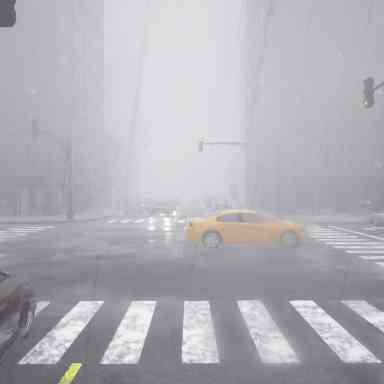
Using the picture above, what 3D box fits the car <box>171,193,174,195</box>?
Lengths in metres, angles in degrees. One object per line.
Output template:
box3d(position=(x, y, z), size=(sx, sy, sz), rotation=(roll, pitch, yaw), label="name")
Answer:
box3d(position=(-5.525, 1.554, 73.096), size=(1.887, 1.381, 4.507), rotation=(0, 0, 0), label="car")

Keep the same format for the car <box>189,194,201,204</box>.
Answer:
box3d(position=(0.398, 1.558, 63.326), size=(2.033, 1.411, 5.357), rotation=(0, 0, 0), label="car")

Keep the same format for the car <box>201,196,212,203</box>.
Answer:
box3d(position=(2.975, 1.561, 67.396), size=(2.008, 1.369, 4.403), rotation=(0, 0, 0), label="car")

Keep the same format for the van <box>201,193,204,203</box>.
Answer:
box3d(position=(2.922, 1.352, 56.058), size=(1.690, 1.788, 3.998), rotation=(0, 0, 0), label="van")

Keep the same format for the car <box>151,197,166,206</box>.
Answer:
box3d(position=(-5.604, 1.577, 56.092), size=(1.947, 1.339, 4.313), rotation=(0, 0, 0), label="car")

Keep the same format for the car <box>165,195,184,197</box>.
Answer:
box3d(position=(-2.846, 1.558, 53.867), size=(2.033, 1.411, 5.357), rotation=(0, 0, 1), label="car")

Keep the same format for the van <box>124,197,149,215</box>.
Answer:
box3d(position=(-5.709, 1.348, 33.418), size=(1.690, 1.788, 3.998), rotation=(0, 0, 0), label="van")

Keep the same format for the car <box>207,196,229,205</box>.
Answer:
box3d(position=(2.817, 1.447, 33.381), size=(1.967, 1.590, 4.097), rotation=(0, 0, 0), label="car")

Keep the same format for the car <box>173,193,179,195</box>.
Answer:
box3d(position=(-5.446, 1.320, 90.101), size=(2.192, 1.841, 5.009), rotation=(0, 0, 0), label="car")

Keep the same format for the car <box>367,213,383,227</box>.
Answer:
box3d(position=(13.628, 1.618, 20.717), size=(4.718, 1.301, 1.895), rotation=(0, 0, 0), label="car")

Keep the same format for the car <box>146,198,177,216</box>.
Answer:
box3d(position=(-2.950, 1.608, 33.193), size=(1.895, 1.301, 4.718), rotation=(0, 0, 3), label="car")

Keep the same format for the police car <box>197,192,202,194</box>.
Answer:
box3d(position=(2.729, 1.433, 79.487), size=(1.930, 1.638, 5.238), rotation=(0, 0, 0), label="police car")

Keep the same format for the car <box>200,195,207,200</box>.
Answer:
box3d(position=(3.079, 1.571, 90.074), size=(1.947, 1.339, 4.313), rotation=(0, 0, 0), label="car")

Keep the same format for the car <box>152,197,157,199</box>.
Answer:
box3d(position=(-5.682, 1.449, 39.087), size=(1.967, 1.590, 4.097), rotation=(0, 0, 0), label="car")

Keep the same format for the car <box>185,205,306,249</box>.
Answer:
box3d(position=(2.199, 1.485, 13.958), size=(5.008, 1.535, 1.882), rotation=(0, 0, -1), label="car")

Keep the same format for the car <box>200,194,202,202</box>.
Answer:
box3d(position=(2.949, 1.536, 61.897), size=(1.752, 1.417, 4.829), rotation=(0, 0, 0), label="car")

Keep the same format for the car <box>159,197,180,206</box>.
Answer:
box3d(position=(-2.904, 1.610, 43.177), size=(1.895, 1.301, 4.718), rotation=(0, 0, 0), label="car")

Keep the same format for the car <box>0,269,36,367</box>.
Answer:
box3d(position=(-3.211, 1.565, 3.586), size=(1.994, 1.385, 4.181), rotation=(0, 0, -10), label="car")

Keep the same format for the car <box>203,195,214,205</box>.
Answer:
box3d(position=(2.870, 1.450, 44.719), size=(1.967, 1.590, 4.097), rotation=(0, 0, 0), label="car")
